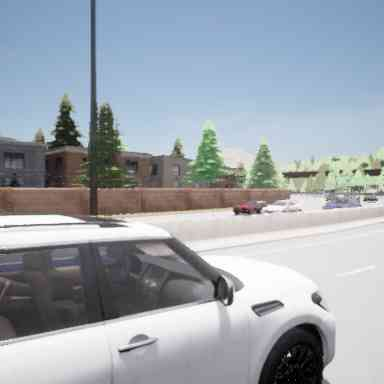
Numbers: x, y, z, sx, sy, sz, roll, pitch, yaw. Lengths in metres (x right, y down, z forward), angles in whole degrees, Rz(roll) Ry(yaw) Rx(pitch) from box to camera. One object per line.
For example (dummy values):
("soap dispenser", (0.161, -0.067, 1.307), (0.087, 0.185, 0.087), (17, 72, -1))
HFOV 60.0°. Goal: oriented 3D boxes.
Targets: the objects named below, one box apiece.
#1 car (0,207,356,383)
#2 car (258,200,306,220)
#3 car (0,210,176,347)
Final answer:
("car", (-1.044, 1.218, 3.001), (5.566, 2.045, 2.150), (0, 0, -35))
("car", (7.732, 1.438, 28.163), (4.674, 1.442, 1.812), (0, 0, -45))
("car", (-2.781, 1.347, 6.063), (4.553, 1.767, 2.097), (0, 0, -36))
